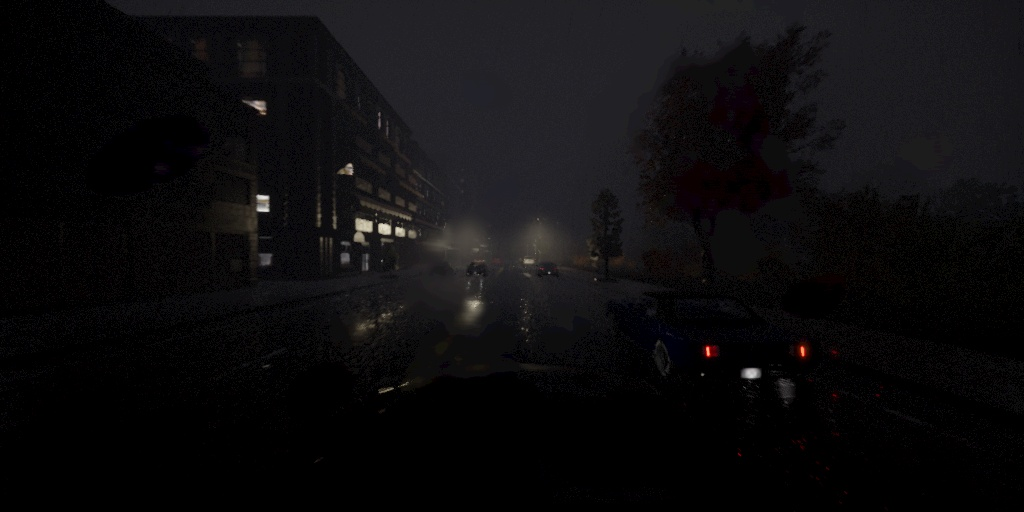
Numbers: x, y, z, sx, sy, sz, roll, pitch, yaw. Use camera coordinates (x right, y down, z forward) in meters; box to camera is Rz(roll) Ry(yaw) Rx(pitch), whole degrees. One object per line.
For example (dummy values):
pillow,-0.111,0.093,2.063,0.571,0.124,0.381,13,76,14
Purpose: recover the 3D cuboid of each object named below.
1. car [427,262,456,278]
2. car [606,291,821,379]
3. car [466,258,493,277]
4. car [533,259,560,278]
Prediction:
car,-6.574,1.302,34.123,2.033,1.411,5.357,0,0,0
car,3.350,1.351,7.234,1.895,1.301,4.718,0,0,0
car,-3.319,1.247,34.898,2.128,1.511,4.902,0,0,0
car,3.357,1.279,34.582,1.812,1.442,4.674,0,0,0
